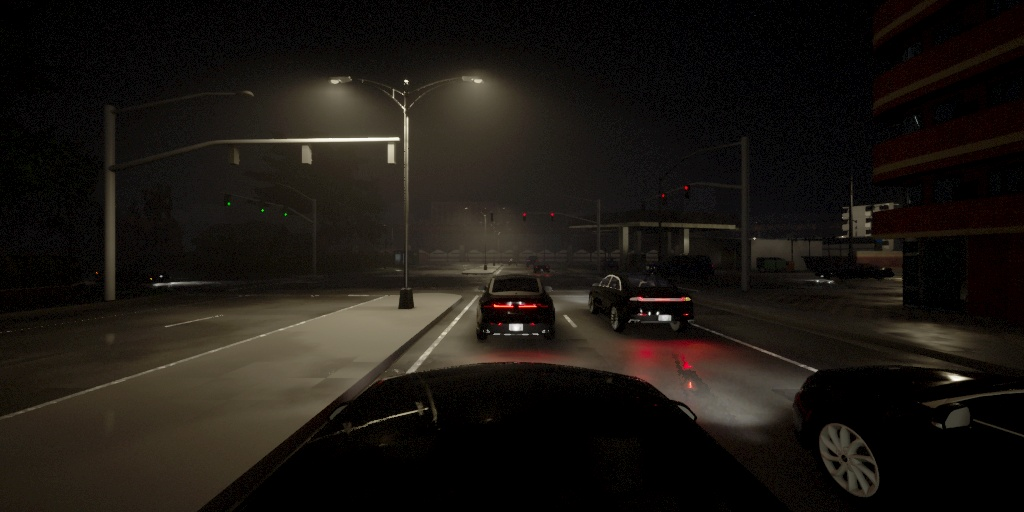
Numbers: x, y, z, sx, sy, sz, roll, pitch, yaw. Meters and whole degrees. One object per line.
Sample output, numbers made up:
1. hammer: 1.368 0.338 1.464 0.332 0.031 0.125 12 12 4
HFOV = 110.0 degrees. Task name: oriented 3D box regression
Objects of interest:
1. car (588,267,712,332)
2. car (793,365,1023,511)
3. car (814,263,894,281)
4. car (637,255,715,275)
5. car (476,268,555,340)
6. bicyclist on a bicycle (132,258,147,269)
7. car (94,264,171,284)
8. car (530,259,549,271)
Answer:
1. car: 3.607 1.242 10.838 2.128 1.511 4.902 0 0 0
2. car: 3.600 1.255 1.430 1.837 1.490 4.892 0 0 0
3. car: 28.579 1.297 29.992 5.357 1.411 2.033 0 0 -1
4. car: 13.784 0.972 29.786 5.566 2.045 2.150 0 0 -1
5. car: 0.100 1.255 9.984 1.837 1.490 4.892 0 0 0
6. bicyclist on a bicycle: -38.211 1.053 36.732 0.582 1.620 1.656 0 0 0
7. car: -27.749 1.314 26.308 4.181 1.385 1.994 0 0 0
8. car: 3.603 1.351 44.869 1.895 1.301 4.718 0 0 2
